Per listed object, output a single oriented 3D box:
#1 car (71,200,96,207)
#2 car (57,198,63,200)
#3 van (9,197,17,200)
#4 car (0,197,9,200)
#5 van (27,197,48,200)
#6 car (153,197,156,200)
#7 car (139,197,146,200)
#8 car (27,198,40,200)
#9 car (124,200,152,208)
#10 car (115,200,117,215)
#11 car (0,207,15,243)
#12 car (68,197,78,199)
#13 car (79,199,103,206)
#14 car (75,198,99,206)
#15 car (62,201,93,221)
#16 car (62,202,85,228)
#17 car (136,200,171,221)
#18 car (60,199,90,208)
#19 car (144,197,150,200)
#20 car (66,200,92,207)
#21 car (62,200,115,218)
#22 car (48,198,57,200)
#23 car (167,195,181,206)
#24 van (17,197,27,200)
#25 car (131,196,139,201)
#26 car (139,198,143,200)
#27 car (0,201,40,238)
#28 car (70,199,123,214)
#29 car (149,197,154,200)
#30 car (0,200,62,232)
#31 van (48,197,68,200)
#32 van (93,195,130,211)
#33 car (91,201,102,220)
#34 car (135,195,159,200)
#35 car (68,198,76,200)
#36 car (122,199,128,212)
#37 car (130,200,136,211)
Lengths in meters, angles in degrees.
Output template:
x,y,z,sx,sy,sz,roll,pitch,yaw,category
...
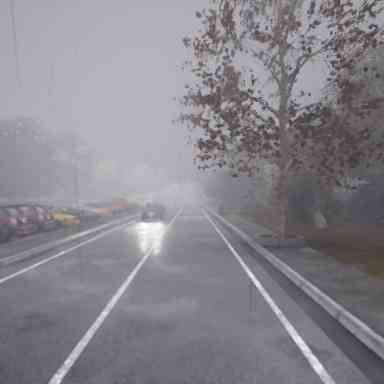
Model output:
x,y,z,sx,sy,sz,roll,pitch,yaw,category
-23.329,2.426,71.672,4.792,1.488,2.163,0,-1,0,car
-23.398,2.037,52.161,4.792,1.488,2.163,0,-1,0,car
-23.259,1.601,38.448,4.442,1.987,1.878,0,-1,0,van
-23.349,1.544,35.679,5.566,2.045,2.435,0,-1,0,car
-23.263,1.701,46.774,4.442,1.987,1.878,0,-1,0,van
-10.467,2.281,66.108,5.366,1.575,1.946,0,-1,0,car
-10.474,2.007,52.232,5.366,1.575,1.946,0,-1,0,car
-23.378,1.892,43.985,5.008,1.535,2.097,0,-1,0,car
-10.289,2.229,63.332,4.892,1.521,2.231,0,-1,0,car
-10.270,1.792,32.808,4.792,1.488,2.163,0,-1,0,car
-10.304,1.535,13.376,5.008,1.535,2.097,0,-1,0,car
-23.393,1.920,60.600,5.566,2.045,2.435,0,-1,0,car
-23.350,2.507,77.088,5.008,1.535,2.097,0,-1,0,car
-23.388,2.325,74.320,4.553,1.767,2.185,0,-1,0,car
-10.297,1.666,24.480,4.892,1.521,2.231,0,-1,0,car
-10.119,1.630,21.704,5.366,1.575,1.946,0,-1,0,car
-3.378,1.718,29.874,2.128,1.511,4.902,0,-1,0,car
-23.176,2.281,66.133,5.366,1.575,1.946,0,-1,0,car
-10.102,2.055,54.884,5.366,1.575,1.946,0,-1,0,car
-23.357,2.380,68.902,4.674,1.452,2.002,0,-1,0,car
-10.115,1.727,30.032,5.366,1.575,1.946,0,-1,0,car
-23.399,1.995,49.522,4.792,1.488,2.163,0,-1,0,car
-3.447,1.922,70.392,2.150,2.045,5.566,0,-1,0,car
-23.491,1.634,41.219,4.442,1.987,1.878,0,-1,0,van
-10.323,1.801,46.687,4.553,1.767,2.185,0,-1,0,car
-10.284,1.966,49.465,4.892,1.521,2.231,0,-1,0,car
-10.276,1.442,16.154,4.553,1.767,2.185,0,-1,0,car
-10.268,1.824,35.584,4.792,1.488,2.163,0,-1,0,car
-10.099,2.168,60.556,5.366,1.575,1.946,0,-1,0,car
-10.275,1.475,18.930,4.553,1.767,2.185,0,-1,0,car
-23.484,1.832,54.937,4.442,1.987,1.878,0,-1,0,van
-10.411,1.634,41.139,4.442,1.987,1.878,0,-1,0,van
-10.308,1.699,27.256,4.892,1.521,2.231,0,-1,0,car
-10.308,2.090,68.888,5.566,2.045,2.435,0,-1,0,car
-23.337,2.144,57.825,4.792,1.488,2.163,0,-1,0,car
-10.267,1.857,38.360,4.792,1.488,2.163,0,-1,0,car
-10.323,1.921,43.912,4.792,1.488,2.163,0,-1,0,car
